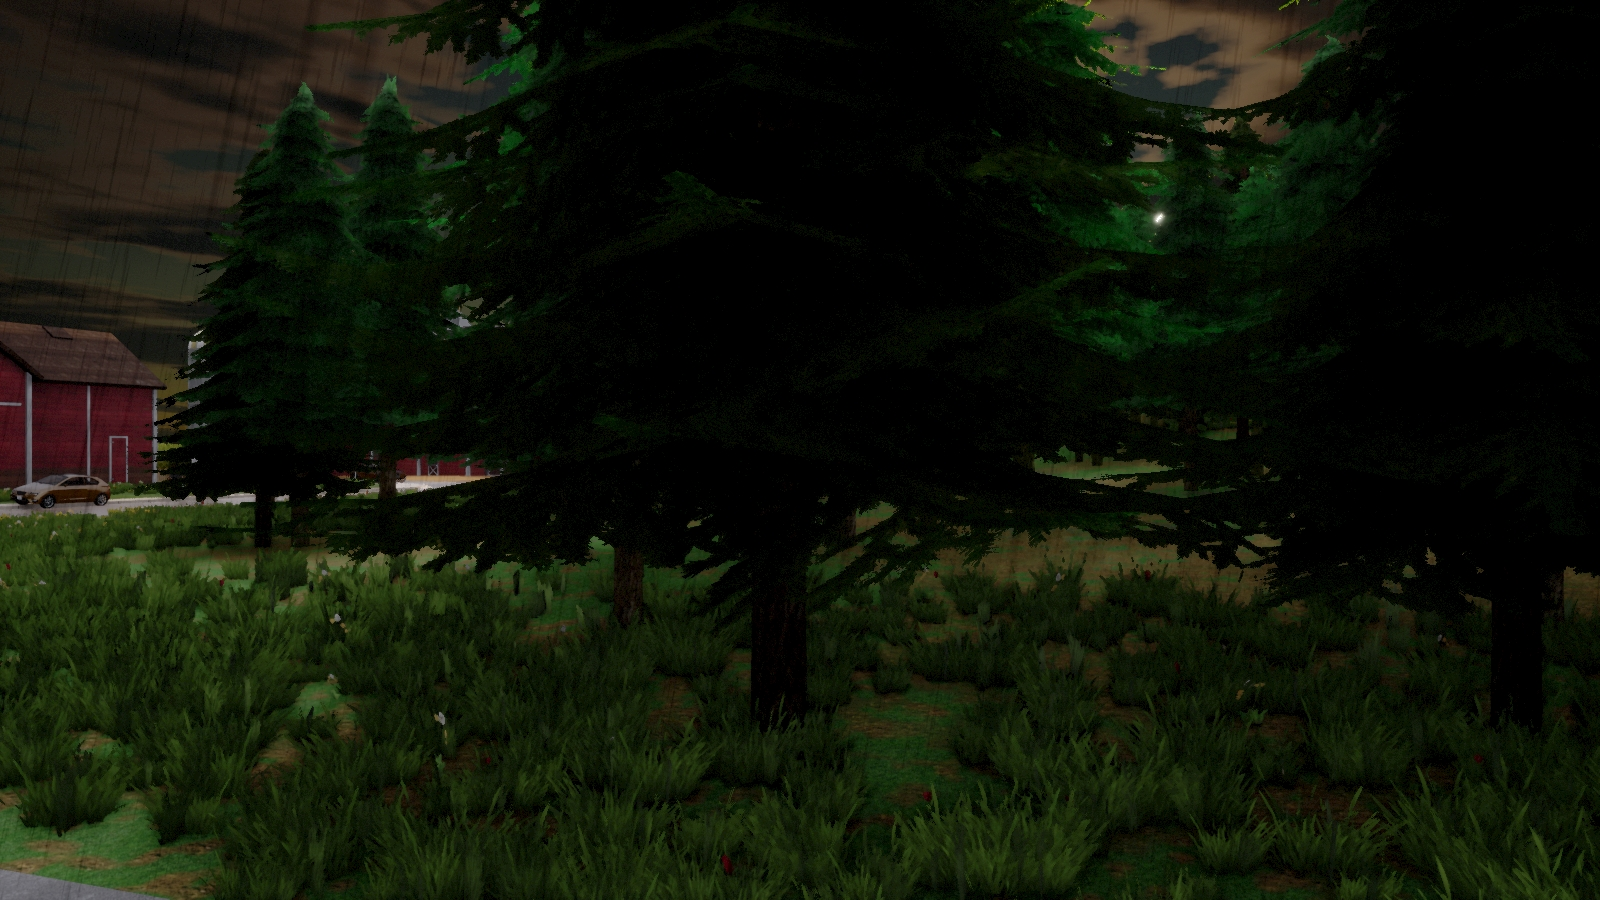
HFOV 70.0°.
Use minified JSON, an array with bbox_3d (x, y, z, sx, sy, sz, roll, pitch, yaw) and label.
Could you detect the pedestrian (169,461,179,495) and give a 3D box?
[{"bbox_3d":[-34.597,1.545,63.143,0.375,1.860,0.375,0,0,5],"label":"pedestrian"}]
